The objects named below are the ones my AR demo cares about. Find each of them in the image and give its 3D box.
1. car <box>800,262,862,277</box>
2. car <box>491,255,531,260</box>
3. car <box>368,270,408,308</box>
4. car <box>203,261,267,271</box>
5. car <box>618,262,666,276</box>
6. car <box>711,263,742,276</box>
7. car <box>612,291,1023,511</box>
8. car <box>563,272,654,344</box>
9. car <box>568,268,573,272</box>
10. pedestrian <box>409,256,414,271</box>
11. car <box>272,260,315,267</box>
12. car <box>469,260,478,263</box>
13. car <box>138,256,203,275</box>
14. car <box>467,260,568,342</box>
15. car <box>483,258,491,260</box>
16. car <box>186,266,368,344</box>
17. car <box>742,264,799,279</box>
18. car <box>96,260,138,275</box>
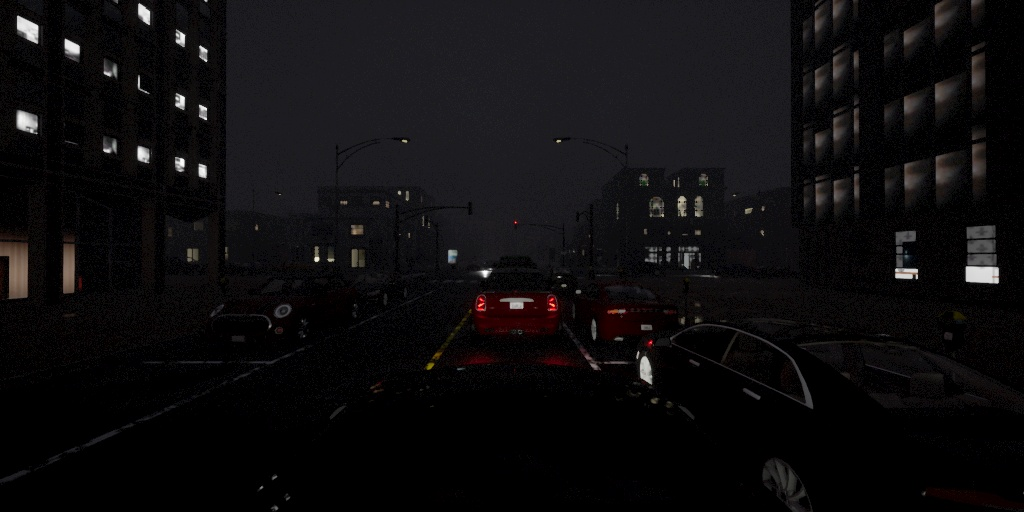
[{"bbox_3d":[33.754,1.438,38.049,4.892,1.490,1.837,0,0,1],"label":"car"},{"bbox_3d":[0.134,0.973,20.111,2.150,2.045,5.566,0,0,-1],"label":"car"},{"bbox_3d":[-5.681,1.302,15.125,2.007,1.370,4.403,0,0,0],"label":"car"},{"bbox_3d":[-25.392,1.177,33.218,4.403,1.370,2.007,0,0,1],"label":"car"},{"bbox_3d":[13.813,1.339,38.372,4.892,1.490,1.837,0,0,1],"label":"car"},{"bbox_3d":[23.659,1.446,38.213,4.181,1.385,1.994,0,0,2],"label":"car"},{"bbox_3d":[2.692,1.301,3.718,2.007,1.370,4.403,0,0,0],"label":"car"},{"bbox_3d":[2.696,1.296,9.409,1.888,1.381,4.507,0,0,0],"label":"car"},{"bbox_3d":[2.704,1.302,20.794,2.007,1.370,4.403,0,0,0],"label":"car"},{"bbox_3d":[-12.520,0.884,44.342,0.375,1.860,0.375,0,-1,1],"label":"pedestrian"},{"bbox_3d":[-25.425,1.197,41.600,4.829,1.417,1.751,0,0,1],"label":"car"},{"bbox_3d":[-5.652,1.338,53.203,1.802,1.307,4.207,0,0,0],"label":"car"},{"bbox_3d":[-30.928,0.917,33.307,5.009,1.841,2.192,0,0,1],"label":"car"},{"bbox_3d":[0.105,1.103,9.957,2.097,1.767,4.553,0,0,0],"label":"car"},{"bbox_3d":[-3.036,1.357,52.057,1.895,1.301,4.718,0,0,0],"label":"car"},{"bbox_3d":[-5.685,1.190,9.433,1.967,1.591,4.097,0,0,0],"label":"car"},{"bbox_3d":[23.665,1.433,32.391,4.207,1.307,1.802,0,0,1],"label":"car"},{"bbox_3d":[-36.465,1.130,33.396,4.403,1.370,2.007,0,0,1],"label":"car"}]
